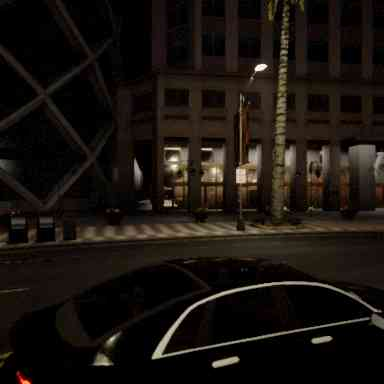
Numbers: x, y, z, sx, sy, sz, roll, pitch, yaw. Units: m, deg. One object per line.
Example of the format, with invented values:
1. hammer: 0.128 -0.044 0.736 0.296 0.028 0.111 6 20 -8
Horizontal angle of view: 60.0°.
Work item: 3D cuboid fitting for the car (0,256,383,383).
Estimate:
1. car: 0.702 1.502 3.655 4.892 1.490 1.837 1 0 -26
